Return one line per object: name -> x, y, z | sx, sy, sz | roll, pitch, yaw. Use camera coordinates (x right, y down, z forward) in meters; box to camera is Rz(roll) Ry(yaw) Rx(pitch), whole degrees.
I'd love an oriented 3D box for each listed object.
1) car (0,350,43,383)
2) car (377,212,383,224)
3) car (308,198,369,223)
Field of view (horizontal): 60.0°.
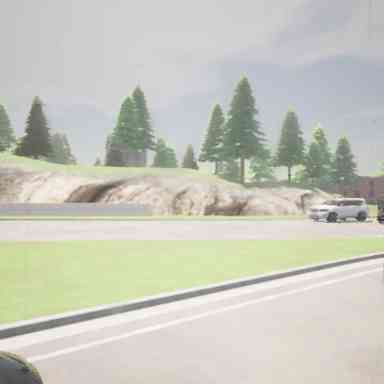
car -> -3.105, 1.504, 1.359 | 4.674, 1.442, 1.812 | 1, 0, -36
car -> 17.423, 1.855, 27.249 | 5.008, 1.535, 1.882 | 1, 0, -23
car -> 12.870, 1.569, 29.163 | 5.566, 2.045, 2.150 | 1, 0, -22
